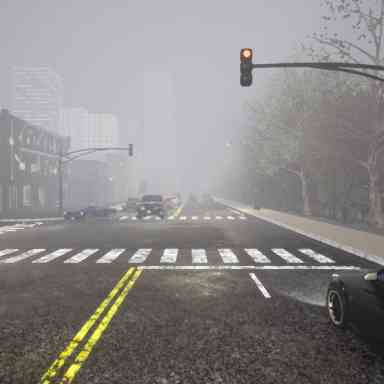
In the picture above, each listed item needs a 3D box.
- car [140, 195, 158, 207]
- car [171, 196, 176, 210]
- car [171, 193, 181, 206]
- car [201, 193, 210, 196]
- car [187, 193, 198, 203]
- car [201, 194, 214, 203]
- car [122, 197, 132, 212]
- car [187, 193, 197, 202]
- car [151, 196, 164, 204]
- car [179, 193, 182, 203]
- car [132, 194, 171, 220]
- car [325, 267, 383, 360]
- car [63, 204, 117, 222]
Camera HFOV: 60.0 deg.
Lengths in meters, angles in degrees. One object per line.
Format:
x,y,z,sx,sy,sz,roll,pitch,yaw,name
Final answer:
-6.555,1.334,51.267,2.097,1.767,4.553,0,0,0,car
-3.313,1.512,41.806,1.812,1.442,4.674,0,0,0,car
-3.297,1.458,55.324,1.882,1.535,5.008,0,0,0,car
3.306,1.195,76.875,2.150,2.045,5.566,0,0,0,car
0.150,1.453,67.934,1.882,1.535,5.008,0,0,0,car
3.399,1.576,66.895,1.895,1.301,4.718,0,0,0,car
-6.570,1.341,37.981,2.097,1.767,4.553,0,0,0,car
0.057,1.194,78.127,2.150,2.045,5.566,0,0,0,car
-6.515,1.455,62.746,1.882,1.535,5.008,0,0,1,car
-3.200,1.191,69.160,2.150,2.045,5.566,0,0,0,car
-3.327,1.216,28.462,2.150,2.045,5.566,0,0,0,car
3.352,1.563,4.257,1.994,1.385,4.181,0,0,0,car
-7.902,1.597,26.104,1.895,1.301,4.718,0,0,18,car
